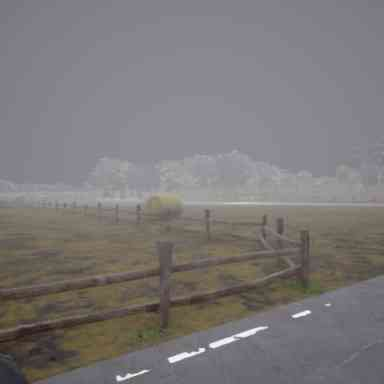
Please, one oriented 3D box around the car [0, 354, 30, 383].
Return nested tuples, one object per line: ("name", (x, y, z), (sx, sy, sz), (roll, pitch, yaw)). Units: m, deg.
("car", (-2.717, 1.567, 1.134), (4.181, 1.385, 1.994), (0, 0, -36))
